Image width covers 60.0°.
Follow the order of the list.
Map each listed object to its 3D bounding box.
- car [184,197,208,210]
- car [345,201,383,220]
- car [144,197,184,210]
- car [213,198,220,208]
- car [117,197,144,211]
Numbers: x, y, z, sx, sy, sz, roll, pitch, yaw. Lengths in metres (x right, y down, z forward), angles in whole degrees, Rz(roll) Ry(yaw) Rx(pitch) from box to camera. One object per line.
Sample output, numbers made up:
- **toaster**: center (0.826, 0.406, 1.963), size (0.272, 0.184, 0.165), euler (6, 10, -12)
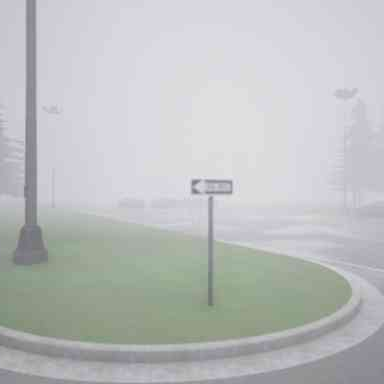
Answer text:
- **car**: center (-0.440, 1.350, 41.292), size (2.128, 1.511, 4.902), euler (0, 0, -33)
- **car**: center (14.090, 1.450, 25.152), size (2.128, 1.511, 4.902), euler (0, 0, -33)
- **car**: center (-3.380, 1.347, 39.393), size (2.128, 1.511, 4.902), euler (0, 0, -33)
- **car**: center (1.809, 1.381, 44.242), size (1.812, 1.442, 4.674), euler (0, 0, -33)
- **car**: center (-7.240, 1.323, 38.927), size (1.882, 1.535, 5.008), euler (0, 0, -33)
